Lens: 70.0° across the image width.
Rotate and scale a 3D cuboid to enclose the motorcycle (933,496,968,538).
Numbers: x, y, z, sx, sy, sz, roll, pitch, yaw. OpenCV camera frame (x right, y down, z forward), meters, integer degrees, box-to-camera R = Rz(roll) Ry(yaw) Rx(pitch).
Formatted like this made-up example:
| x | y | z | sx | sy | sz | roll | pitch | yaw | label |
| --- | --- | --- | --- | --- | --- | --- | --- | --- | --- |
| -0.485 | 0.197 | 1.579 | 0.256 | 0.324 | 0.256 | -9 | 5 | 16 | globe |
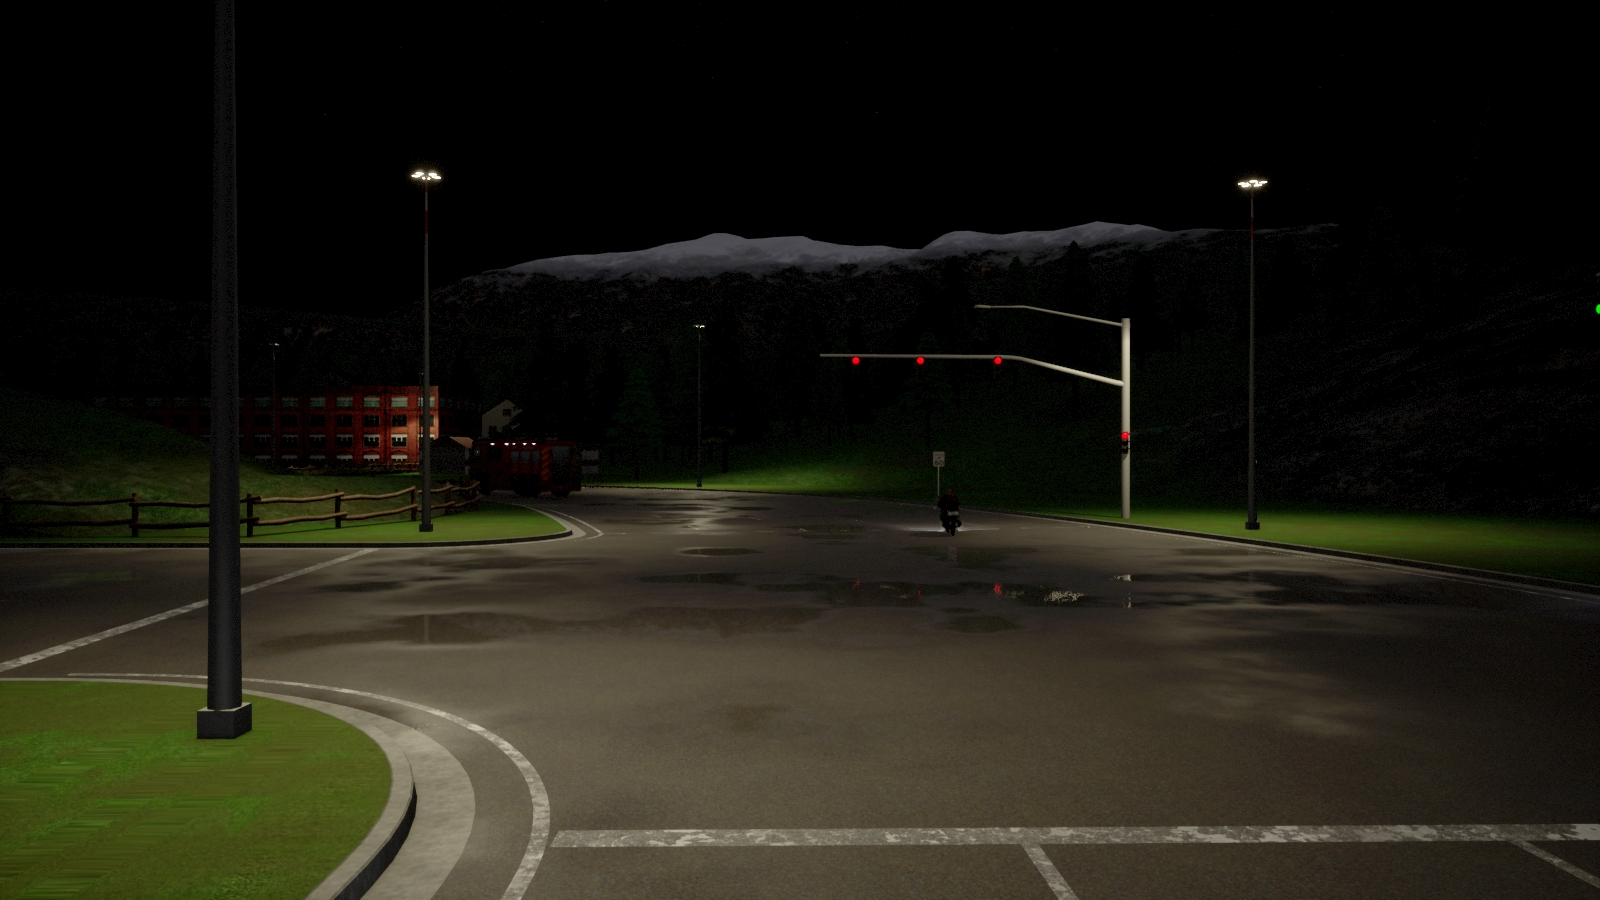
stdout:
| x | y | z | sx | sy | sz | roll | pitch | yaw | label |
| --- | --- | --- | --- | --- | --- | --- | --- | --- | --- |
| 4.999 | 2.205 | 38.138 | 0.867 | 1.251 | 2.209 | -2 | 0 | 0 | motorcycle |
